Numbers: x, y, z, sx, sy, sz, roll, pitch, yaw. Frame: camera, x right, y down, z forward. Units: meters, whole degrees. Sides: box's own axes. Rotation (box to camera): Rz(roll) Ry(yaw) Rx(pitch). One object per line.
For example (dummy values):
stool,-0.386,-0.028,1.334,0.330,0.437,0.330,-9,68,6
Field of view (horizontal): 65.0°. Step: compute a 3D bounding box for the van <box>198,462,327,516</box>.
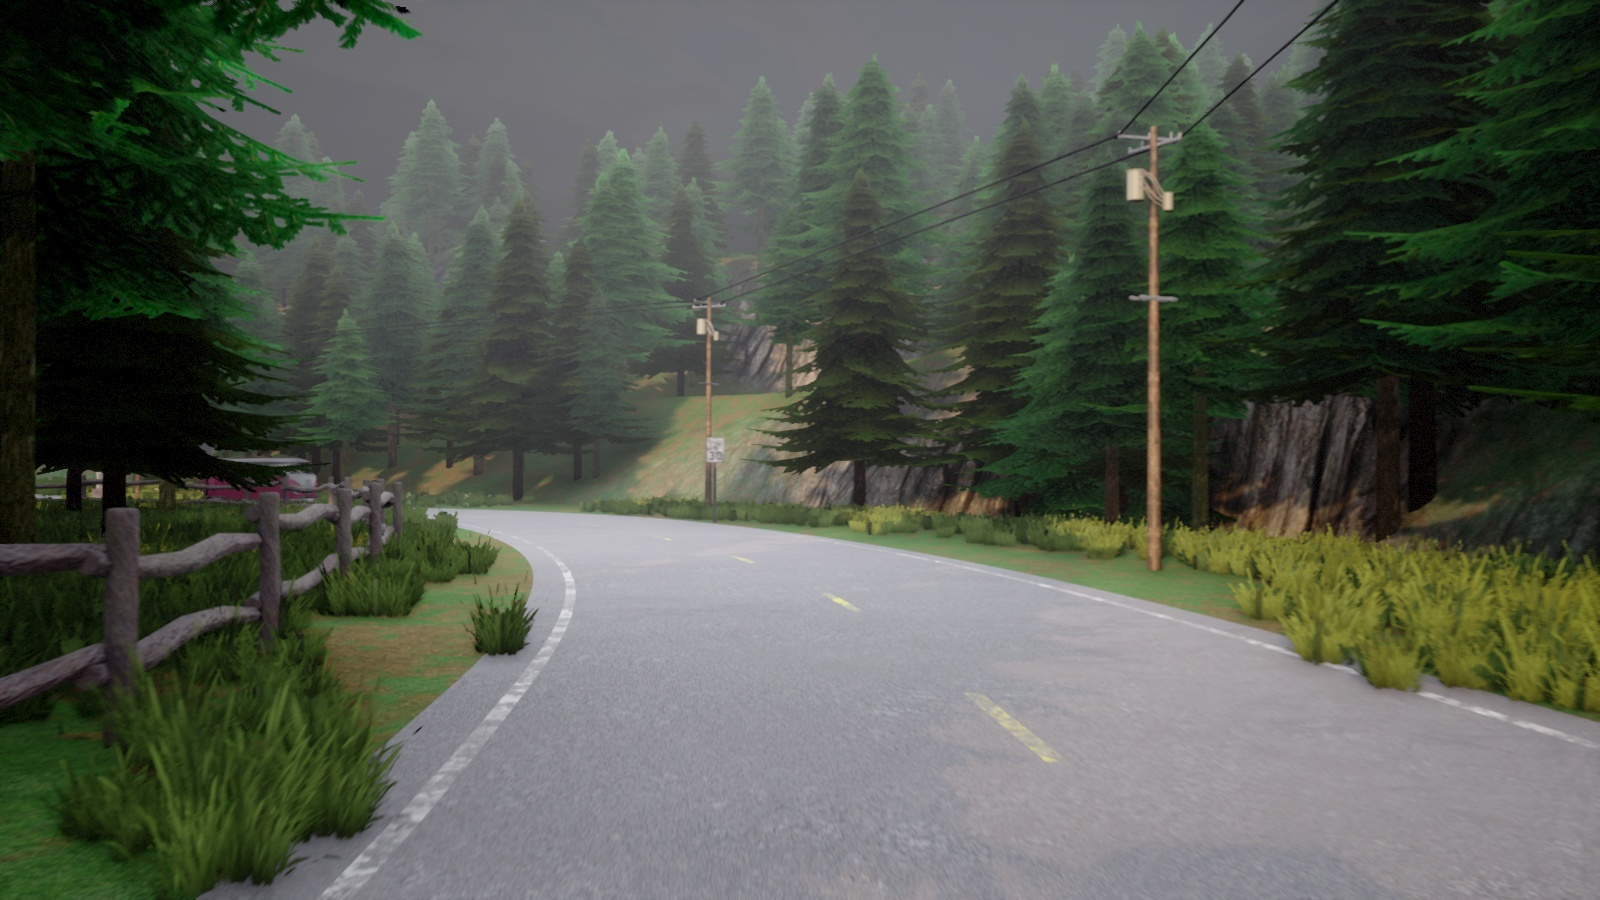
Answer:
van,-20.375,1.457,47.609,4.442,1.987,1.775,-1,-1,19
